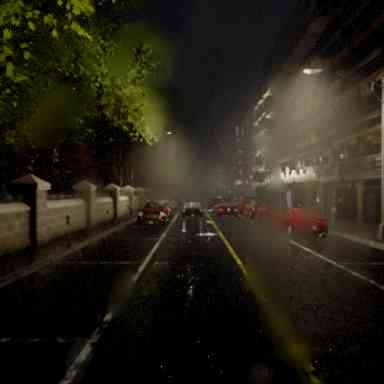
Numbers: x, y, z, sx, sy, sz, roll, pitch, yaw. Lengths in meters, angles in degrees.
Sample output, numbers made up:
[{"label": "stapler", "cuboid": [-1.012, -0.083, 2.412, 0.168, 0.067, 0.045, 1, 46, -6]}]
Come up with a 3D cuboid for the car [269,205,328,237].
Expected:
[{"label": "car", "cuboid": [5.720, 1.558, 17.849, 1.887, 1.381, 4.507, 0, 0, 0]}]

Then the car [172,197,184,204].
[{"label": "car", "cuboid": [-2.574, 1.581, 62.906, 2.008, 1.369, 4.403, 0, 0, 0]}]

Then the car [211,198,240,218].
[{"label": "car", "cuboid": [3.130, 1.562, 30.807, 2.033, 1.411, 5.357, 0, 0, 0]}]

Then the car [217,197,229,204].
[{"label": "car", "cuboid": [5.807, 1.612, 62.891, 1.947, 1.339, 4.313, 0, 0, 0]}]

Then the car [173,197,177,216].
[{"label": "car", "cuboid": [-2.639, 1.443, 29.123, 1.967, 1.590, 4.097, 0, 0, 0]}]

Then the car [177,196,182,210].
[{"label": "car", "cuboid": [-2.617, 1.560, 40.385, 2.008, 1.369, 4.403, 0, 0, 0]}]

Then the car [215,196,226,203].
[{"label": "car", "cuboid": [5.817, 1.579, 68.692, 1.752, 1.417, 4.829, 0, 0, 0]}]

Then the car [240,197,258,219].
[{"label": "car", "cuboid": [5.742, 1.459, 29.108, 1.967, 1.590, 4.097, 0, 0, 0]}]

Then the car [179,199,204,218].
[{"label": "car", "cuboid": [0.053, 1.609, 29.649, 1.895, 1.301, 4.718, 0, 0, 0]}]

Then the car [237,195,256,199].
[{"label": "car", "cuboid": [5.752, 1.337, 34.739, 2.192, 1.841, 5.009, 0, 0, 0]}]

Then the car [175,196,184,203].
[{"label": "car", "cuboid": [-2.564, 1.563, 68.367, 1.752, 1.417, 4.829, 0, 0, 0]}]

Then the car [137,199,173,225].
[{"label": "car", "cuboid": [-2.650, 1.440, 23.495, 1.967, 1.590, 4.097, 0, 0, 0]}]

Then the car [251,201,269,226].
[{"label": "car", "cuboid": [5.730, 1.560, 23.479, 1.887, 1.381, 4.507, 0, 0, 0]}]

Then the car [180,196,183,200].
[{"label": "car", "cuboid": [-2.585, 1.549, 57.106, 1.752, 1.417, 4.829, 0, 0, 0]}]

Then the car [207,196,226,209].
[{"label": "car", "cuboid": [3.110, 1.500, 44.806, 1.882, 1.535, 5.008, 0, 0, 1]}]
